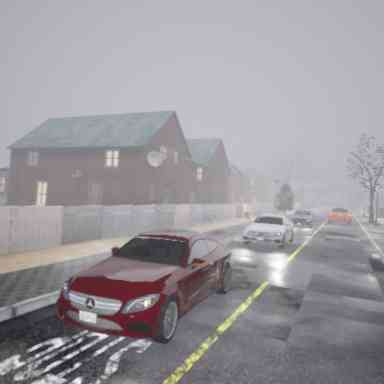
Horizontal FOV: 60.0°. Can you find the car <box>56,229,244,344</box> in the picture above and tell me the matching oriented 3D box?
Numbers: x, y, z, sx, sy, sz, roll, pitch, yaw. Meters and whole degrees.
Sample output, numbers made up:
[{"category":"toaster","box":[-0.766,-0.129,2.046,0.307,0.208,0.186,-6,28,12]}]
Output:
[{"category":"car","box":[-0.511,1.530,6.739,1.812,1.442,4.674,3,0,23]}]

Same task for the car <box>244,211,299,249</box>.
[{"category":"car","box":[3.945,1.829,16.573,1.812,1.442,4.674,3,0,25]}]

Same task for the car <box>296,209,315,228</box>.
[{"category":"car","box":[9.751,2.249,29.187,2.033,1.411,5.357,3,0,25]}]

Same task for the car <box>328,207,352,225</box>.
[{"category":"car","box":[15.572,2.409,34.944,2.097,1.767,4.553,3,-1,25]}]

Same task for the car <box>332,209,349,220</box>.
[{"category":"car","box":[20.338,3.005,45.465,1.895,1.301,4.718,3,-1,25]}]
